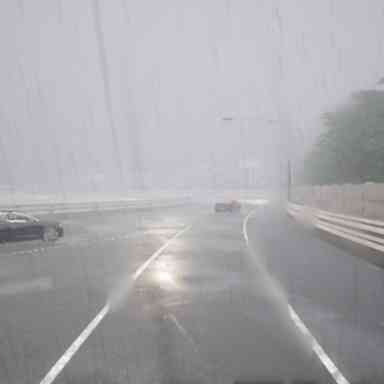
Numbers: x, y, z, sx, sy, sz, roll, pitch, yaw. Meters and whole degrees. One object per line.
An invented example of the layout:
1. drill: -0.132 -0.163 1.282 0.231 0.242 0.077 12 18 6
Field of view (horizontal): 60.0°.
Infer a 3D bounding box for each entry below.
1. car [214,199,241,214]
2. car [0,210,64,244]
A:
1. car: 3.843 1.485 35.138 1.882 1.535 5.008 0 0 22
2. car: -7.653 1.477 13.612 2.128 1.511 4.902 0 0 35
